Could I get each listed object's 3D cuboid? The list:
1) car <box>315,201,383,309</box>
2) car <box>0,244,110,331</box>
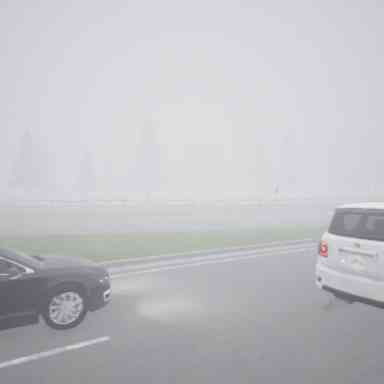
[{"bbox_3d":[4.963,1.203,6.804,5.566,2.045,2.150,0,0,-32],"label":"car"},{"bbox_3d":[-3.748,1.491,5.238,4.892,1.490,1.837,0,0,-35],"label":"car"}]
